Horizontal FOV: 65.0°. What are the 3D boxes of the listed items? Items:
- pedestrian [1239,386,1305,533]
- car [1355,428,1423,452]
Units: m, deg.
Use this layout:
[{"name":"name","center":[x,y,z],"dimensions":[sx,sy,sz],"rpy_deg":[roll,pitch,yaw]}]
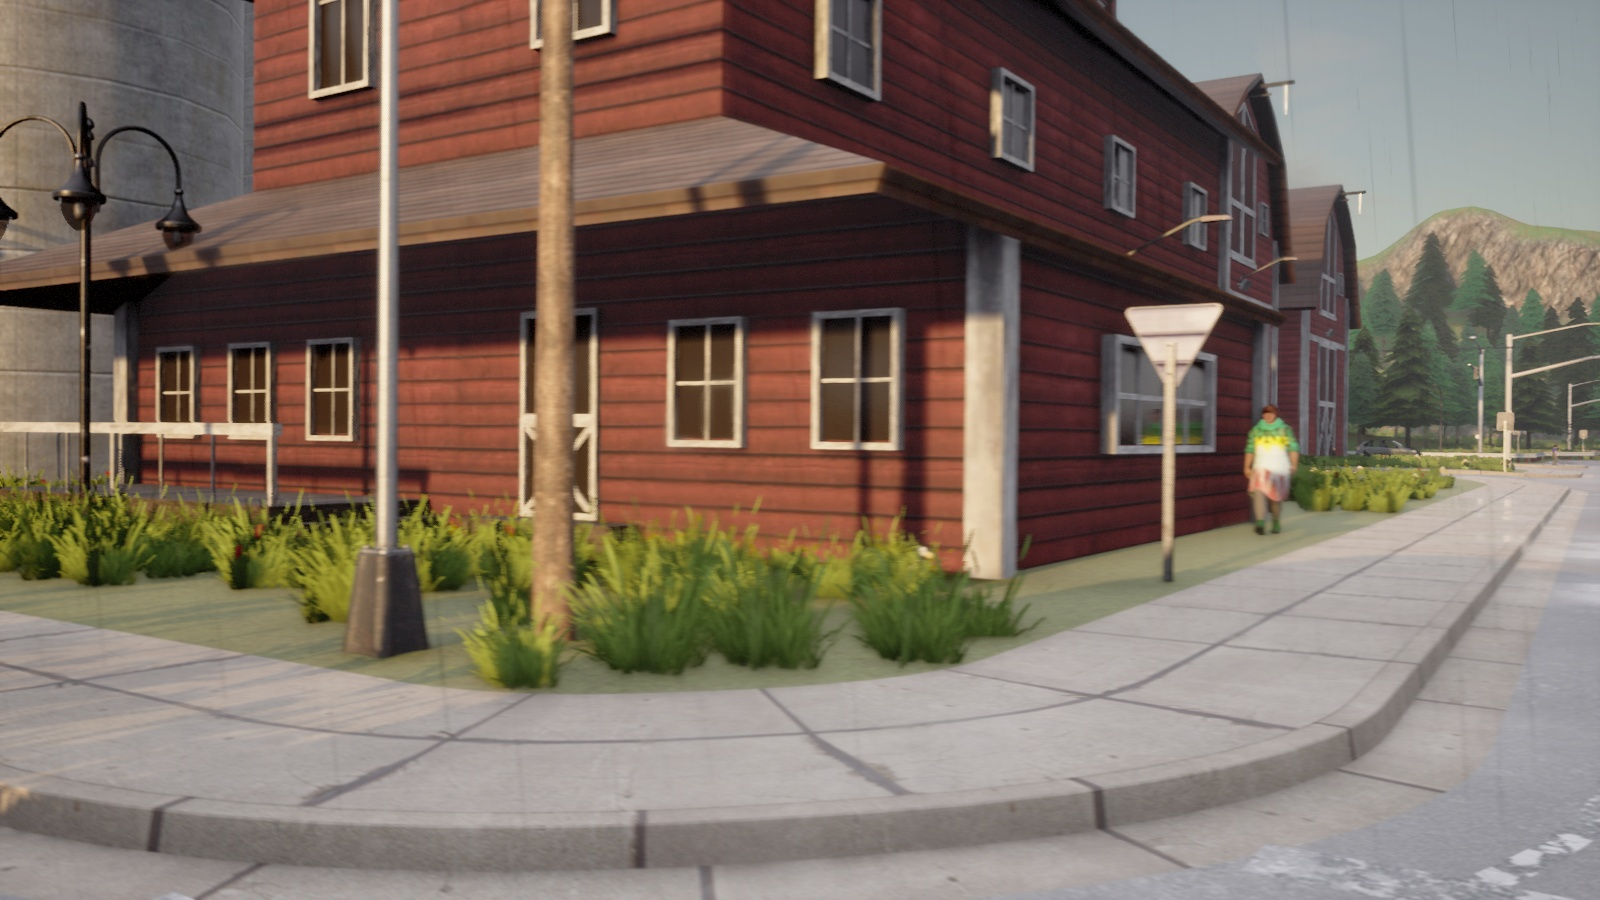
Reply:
[{"name":"pedestrian","center":[6.503,0.123,17.293],"dimensions":[0.659,1.952,0.873],"rpy_deg":[0,1,34]},{"name":"car","center":[40.063,-0.687,85.450],"dimensions":[3.988,1.617,1.851],"rpy_deg":[0,1,34]}]
